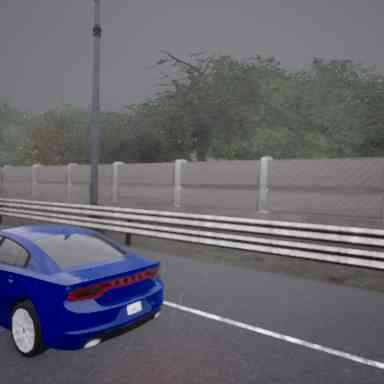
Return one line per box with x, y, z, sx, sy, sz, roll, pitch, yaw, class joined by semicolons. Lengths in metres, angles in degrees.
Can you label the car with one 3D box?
-2.771;1.311;5.846;5.008;1.535;1.882;2;1;36;car
